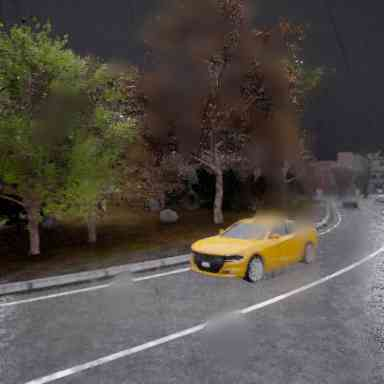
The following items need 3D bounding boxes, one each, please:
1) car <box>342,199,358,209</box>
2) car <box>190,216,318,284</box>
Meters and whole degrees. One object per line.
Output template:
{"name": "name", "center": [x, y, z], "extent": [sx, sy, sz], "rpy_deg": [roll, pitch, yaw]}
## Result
{"name": "car", "center": [22.045, 1.678, 46.474], "extent": [1.895, 1.301, 4.718], "rpy_deg": [-1, -1, 23]}
{"name": "car", "center": [2.078, 1.557, 10.190], "extent": [1.882, 1.535, 5.008], "rpy_deg": [-1, -1, 44]}
